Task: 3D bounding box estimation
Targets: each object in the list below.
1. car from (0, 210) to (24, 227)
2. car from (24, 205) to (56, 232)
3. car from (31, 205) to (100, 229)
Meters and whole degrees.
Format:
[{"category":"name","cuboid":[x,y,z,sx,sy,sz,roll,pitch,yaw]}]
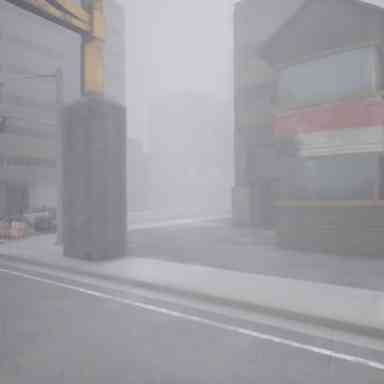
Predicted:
[{"category":"car","cuboid":[-11.208,1.579,24.296,4.536,1.218,1.853,0,0,-30]},{"category":"car","cuboid":[-8.054,1.686,21.590,2.038,1.542,4.974,-1,0,15]},{"category":"car","cuboid":[-8.042,1.529,21.641,1.853,1.218,4.536,-1,0,15]}]
